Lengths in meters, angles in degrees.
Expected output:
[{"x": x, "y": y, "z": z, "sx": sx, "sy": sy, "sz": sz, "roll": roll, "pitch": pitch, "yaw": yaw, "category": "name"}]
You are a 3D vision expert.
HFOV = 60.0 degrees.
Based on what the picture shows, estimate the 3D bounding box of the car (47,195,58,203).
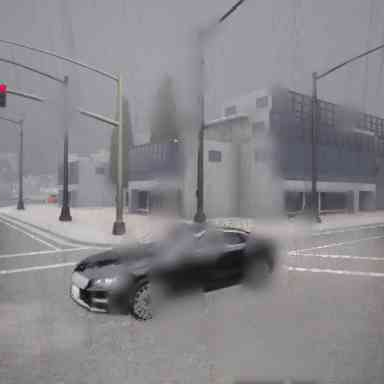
[{"x": -26.118, "y": 1.298, "z": 65.459, "sx": 2.097, "sy": 1.767, "sz": 4.553, "roll": 0, "pitch": 0, "yaw": 21, "category": "car"}]

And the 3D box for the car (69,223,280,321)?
[{"x": -0.107, "y": 1.495, "z": 7.375, "sx": 4.902, "sy": 1.511, "sz": 2.128, "roll": 0, "pitch": 0, "yaw": -37, "category": "car"}]
